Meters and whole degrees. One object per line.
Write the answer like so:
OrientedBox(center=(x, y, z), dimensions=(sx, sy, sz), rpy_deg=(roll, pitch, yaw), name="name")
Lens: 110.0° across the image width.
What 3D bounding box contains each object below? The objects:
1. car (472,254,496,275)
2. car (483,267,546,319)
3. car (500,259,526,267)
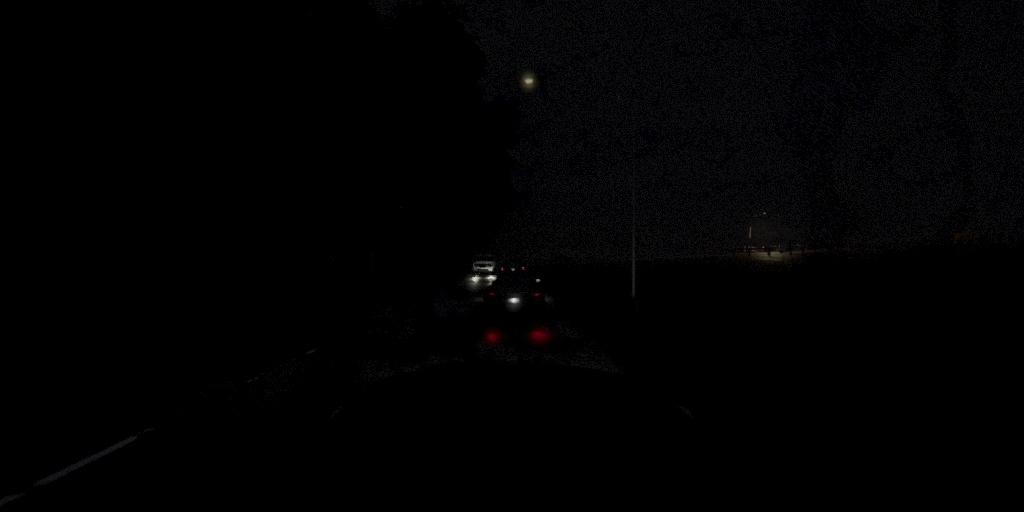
OrientedBox(center=(-2.860, 0.855, 37.348), dimensions=(2.150, 2.045, 5.566), rpy_deg=(0, 0, 0), name="car")
OrientedBox(center=(0.079, 1.269, 12.550), dimensions=(1.994, 1.385, 4.181), rpy_deg=(0, 0, 0), name="car")
OrientedBox(center=(0.076, 1.006, 28.805), dimensions=(2.097, 1.767, 4.553), rpy_deg=(0, 0, 0), name="car")
